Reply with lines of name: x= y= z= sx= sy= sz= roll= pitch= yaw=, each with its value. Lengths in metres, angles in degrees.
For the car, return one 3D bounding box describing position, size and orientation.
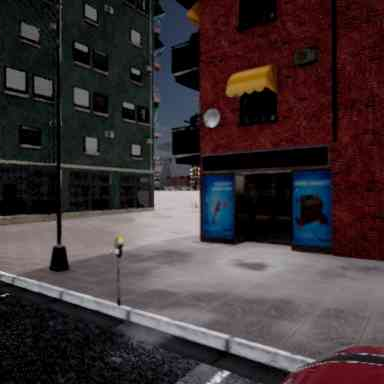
car: x=2.149 y=1.438 z=1.344 sx=4.097 sy=1.590 sz=1.967 roll=0 pitch=0 yaw=35
